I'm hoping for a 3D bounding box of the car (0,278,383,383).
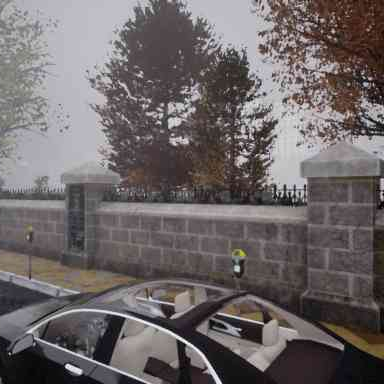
[{"bbox_3d":[-0.428,1.551,3.183,4.403,1.369,2.008,0,0,36],"label":"car"}]
